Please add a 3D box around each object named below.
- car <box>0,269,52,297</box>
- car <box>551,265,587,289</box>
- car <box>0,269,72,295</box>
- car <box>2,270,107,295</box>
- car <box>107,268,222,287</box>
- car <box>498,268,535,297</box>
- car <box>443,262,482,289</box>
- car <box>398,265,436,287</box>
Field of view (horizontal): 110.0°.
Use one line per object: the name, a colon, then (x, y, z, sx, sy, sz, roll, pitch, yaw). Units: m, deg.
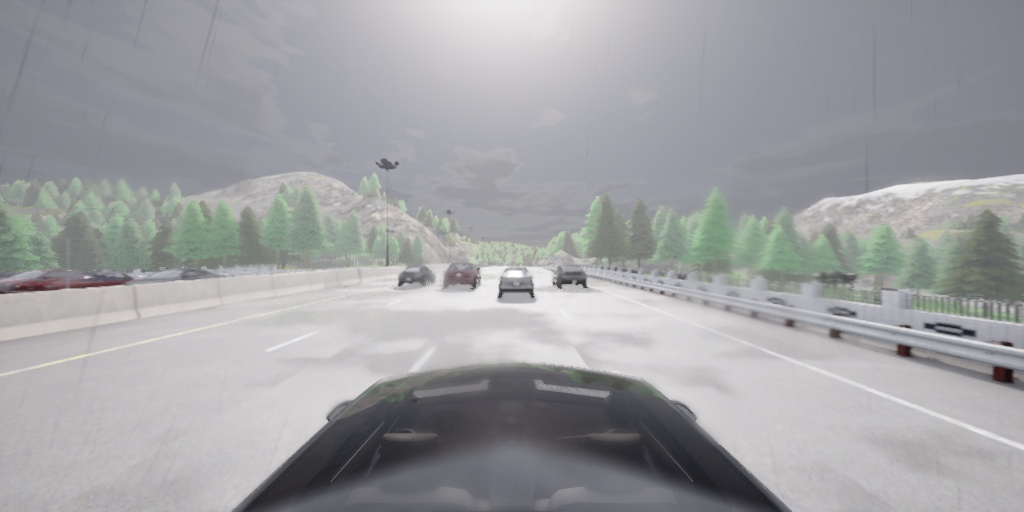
car: (-27.970, 1.461, 18.909, 1.994, 1.385, 4.181, 0, 0, 0)
car: (3.750, 1.316, 23.913, 1.837, 1.490, 4.892, 0, -1, 0)
car: (-24.473, 1.408, 18.780, 1.812, 1.442, 4.674, 0, 0, 0)
car: (-20.983, 1.464, 17.851, 1.895, 1.301, 4.718, 0, 0, 0)
car: (-17.475, 1.380, 18.733, 1.812, 1.442, 4.674, 0, 0, 0)
car: (0.219, 1.335, 19.073, 2.033, 1.411, 5.357, 0, 0, 0)
car: (-3.249, 1.194, 24.205, 2.097, 1.767, 4.553, 0, -1, 0)
car: (-6.751, 1.398, 25.709, 1.812, 1.442, 4.674, 0, -1, 0)
